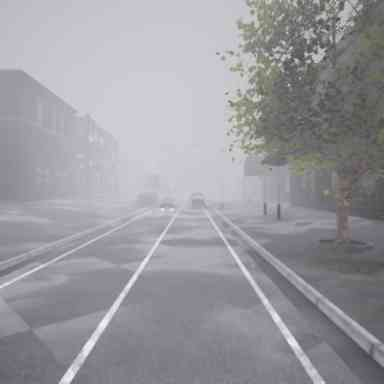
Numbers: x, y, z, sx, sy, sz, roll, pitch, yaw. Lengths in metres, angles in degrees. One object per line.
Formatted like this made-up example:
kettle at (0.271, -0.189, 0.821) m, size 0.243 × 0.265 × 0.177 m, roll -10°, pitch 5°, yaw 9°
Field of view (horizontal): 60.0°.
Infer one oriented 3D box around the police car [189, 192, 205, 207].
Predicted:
police car at (0.902, 1.237, 47.572) m, size 1.930 × 1.638 × 5.238 m, roll 0°, pitch 0°, yaw 0°

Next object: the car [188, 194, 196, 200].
car at (0.005, 1.161, 81.210) m, size 1.812 × 1.442 × 4.674 m, roll 0°, pitch 0°, yaw 0°

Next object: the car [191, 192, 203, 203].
car at (0.903, 1.019, 63.497) m, size 2.150 × 2.045 × 5.566 m, roll 0°, pitch 0°, yaw 0°

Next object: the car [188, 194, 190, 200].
car at (0.903, 1.021, 57.496) m, size 2.150 × 2.045 × 5.566 m, roll 0°, pitch 0°, yaw 0°

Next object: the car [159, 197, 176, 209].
car at (-3.084, 1.372, 42.693) m, size 2.033 × 1.411 × 5.357 m, roll 0°, pitch 0°, yaw 0°
